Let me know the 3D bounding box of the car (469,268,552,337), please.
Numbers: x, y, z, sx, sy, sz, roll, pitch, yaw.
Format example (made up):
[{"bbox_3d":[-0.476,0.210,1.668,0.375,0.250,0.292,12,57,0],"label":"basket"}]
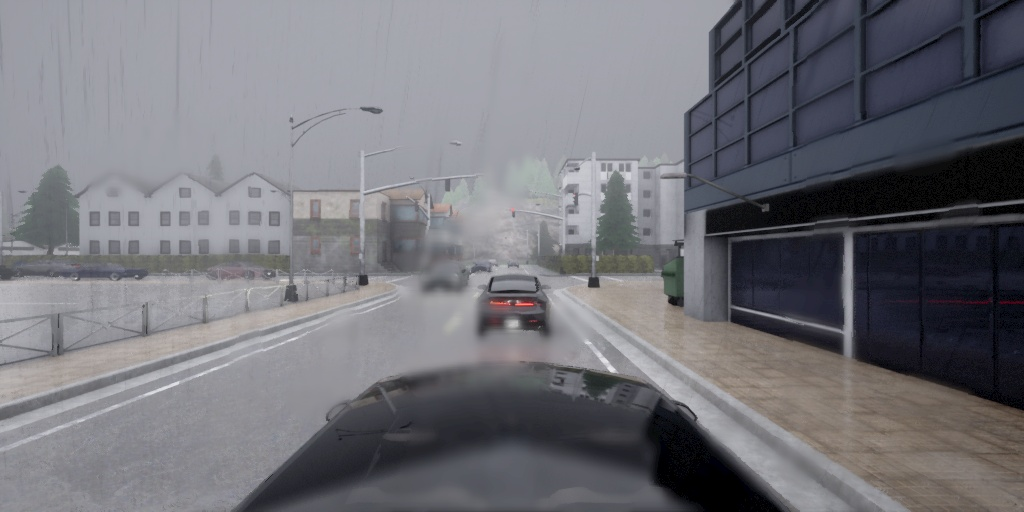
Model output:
[{"bbox_3d":[0.070,1.255,10.298,1.837,1.490,4.892,0,0,1],"label":"car"}]

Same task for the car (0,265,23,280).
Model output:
[{"bbox_3d":[-40.126,1.174,26.592,4.718,1.301,1.895,0,0,1],"label":"car"}]

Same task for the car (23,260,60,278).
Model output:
[{"bbox_3d":[-39.087,1.064,30.242,4.902,1.511,2.128,0,0,0],"label":"car"}]

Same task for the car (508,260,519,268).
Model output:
[{"bbox_3d":[0.199,1.350,60.949,1.895,1.301,4.718,0,0,-1],"label":"car"}]

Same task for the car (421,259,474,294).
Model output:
[{"bbox_3d":[-3.562,1.083,19.974,2.097,1.767,4.553,0,1,0],"label":"car"}]

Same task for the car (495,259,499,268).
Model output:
[{"bbox_3d":[-3.443,1.274,63.466,1.812,1.442,4.674,0,0,1],"label":"car"}]

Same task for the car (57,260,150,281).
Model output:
[{"bbox_3d":[-29.904,1.174,26.509,4.718,1.301,1.895,0,0,0],"label":"car"}]

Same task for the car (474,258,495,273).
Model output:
[{"bbox_3d":[-3.558,1.102,42.973,2.097,1.767,4.553,0,0,1],"label":"car"}]

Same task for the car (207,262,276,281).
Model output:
[{"bbox_3d":[-19.883,1.137,26.460,4.181,1.385,1.994,0,0,0],"label":"car"}]
